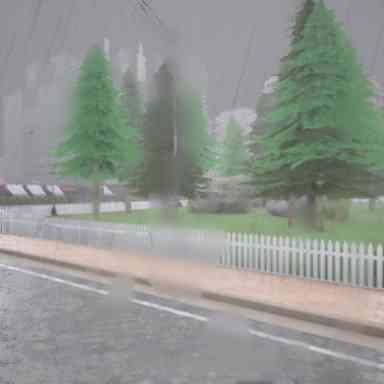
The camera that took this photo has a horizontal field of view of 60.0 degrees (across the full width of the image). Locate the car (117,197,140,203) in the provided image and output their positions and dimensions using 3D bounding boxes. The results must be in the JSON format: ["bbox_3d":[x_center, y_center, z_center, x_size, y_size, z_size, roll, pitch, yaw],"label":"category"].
[{"bbox_3d":[-11.251,1.498,59.246,1.994,1.385,4.181,0,0,34],"label":"car"}]

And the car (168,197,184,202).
[{"bbox_3d":[-3.732,1.486,64.027,2.033,1.411,5.357,0,0,34],"label":"car"}]
